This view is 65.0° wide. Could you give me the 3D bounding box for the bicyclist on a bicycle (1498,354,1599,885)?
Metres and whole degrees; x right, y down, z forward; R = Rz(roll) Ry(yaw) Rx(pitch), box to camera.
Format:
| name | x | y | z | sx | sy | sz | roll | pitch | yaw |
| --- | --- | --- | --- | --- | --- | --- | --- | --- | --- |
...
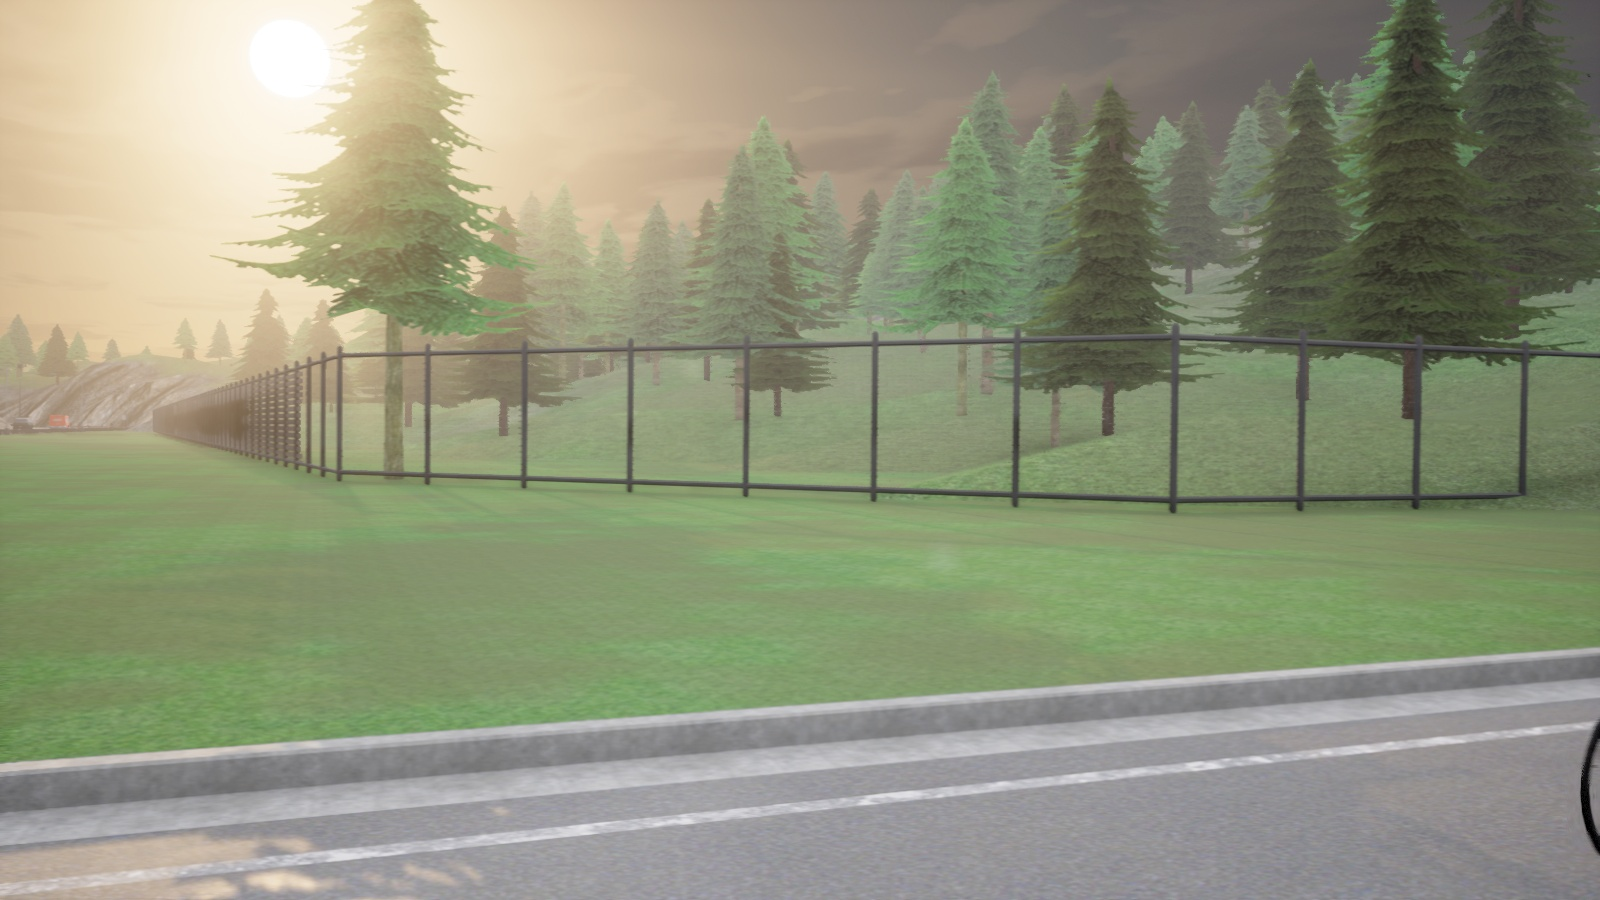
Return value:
| name | x | y | z | sx | sy | sz | roll | pitch | yaw |
| --- | --- | --- | --- | --- | --- | --- | --- | --- | --- |
| bicyclist on a bicycle | 3.511 | 0.556 | 4.570 | 1.843 | 1.776 | 0.659 | -1 | 1 | -21 |
